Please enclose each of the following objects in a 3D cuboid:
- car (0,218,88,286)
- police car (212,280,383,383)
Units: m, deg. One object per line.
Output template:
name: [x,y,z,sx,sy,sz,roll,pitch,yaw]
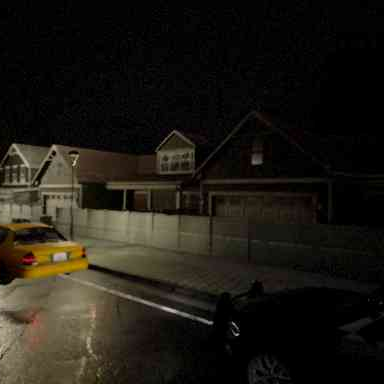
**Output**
car: [-5.137,1.535,9.705,5.366,1.575,1.801,0,-1,40]
police car: [2.547,1.516,3.183,5.238,1.638,1.930,0,-1,40]
